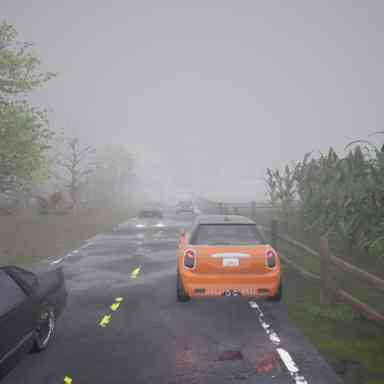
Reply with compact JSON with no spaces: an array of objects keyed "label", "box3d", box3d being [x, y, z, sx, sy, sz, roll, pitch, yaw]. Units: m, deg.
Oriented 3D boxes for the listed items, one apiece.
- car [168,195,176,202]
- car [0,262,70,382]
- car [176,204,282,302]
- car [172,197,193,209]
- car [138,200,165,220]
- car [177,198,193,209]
[{"label":"car","box3d":[-4.404,1.468,75.376,2.033,1.411,5.357,0,0,-1]},{"label":"car","box3d":[-2.923,1.547,3.359,2.033,1.411,5.357,0,0,-1]},{"label":"car","box3d":[0.716,1.350,8.437,2.097,1.767,4.553,0,0,-1]},{"label":"car","box3d":[-0.691,1.528,34.423,2.033,1.411,5.357,0,0,-1]},{"label":"car","box3d":[-3.371,1.464,28.285,1.882,1.535,5.008,0,0,-1]},{"label":"car","box3d":[-0.921,1.530,44.934,1.994,1.385,4.181,0,0,-1]}]
